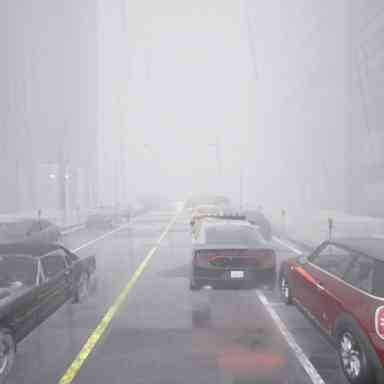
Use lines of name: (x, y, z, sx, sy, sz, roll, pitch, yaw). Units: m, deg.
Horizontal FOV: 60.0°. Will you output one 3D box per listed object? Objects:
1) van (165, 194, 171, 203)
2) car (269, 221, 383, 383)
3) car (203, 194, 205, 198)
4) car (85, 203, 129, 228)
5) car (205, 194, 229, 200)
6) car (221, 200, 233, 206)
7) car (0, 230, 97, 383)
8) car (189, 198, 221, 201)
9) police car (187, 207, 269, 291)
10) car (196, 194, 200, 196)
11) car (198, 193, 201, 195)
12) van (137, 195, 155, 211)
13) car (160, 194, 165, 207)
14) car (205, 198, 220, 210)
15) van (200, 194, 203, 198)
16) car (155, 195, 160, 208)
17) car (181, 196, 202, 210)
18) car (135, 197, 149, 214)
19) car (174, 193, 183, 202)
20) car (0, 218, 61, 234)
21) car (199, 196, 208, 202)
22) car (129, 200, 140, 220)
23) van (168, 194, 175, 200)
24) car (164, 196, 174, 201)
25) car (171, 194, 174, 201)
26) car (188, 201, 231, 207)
van: (-5.777, 1.401, 67.034, 1.690, 1.788, 3.998, 0, 0, 0)
car: (2.761, 1.442, 5.345, 1.967, 1.590, 4.097, 0, 0, 0)
car: (2.754, 1.344, 39.000, 2.192, 1.841, 5.009, 0, 0, 0)
car: (-5.768, 1.564, 22.158, 2.008, 1.369, 4.403, 0, 0, 0)
car: (2.755, 1.338, 33.391, 2.192, 1.841, 5.009, 0, 0, 0)
car: (2.756, 1.600, 27.782, 1.802, 1.307, 4.206, 0, 0, 0)
car: (-3.103, 1.603, 5.390, 1.895, 1.301, 4.718, 0, 0, 0)
car: (0.893, 1.493, 25.070, 1.882, 1.535, 5.008, 0, 0, 0)
police car: (0.896, 1.430, 9.180, 1.930, 1.638, 5.238, 0, 0, 0)
car: (-0.014, 1.619, 63.256, 1.994, 1.385, 4.181, 0, 0, 0)
car: (2.748, 1.375, 67.046, 2.192, 1.841, 5.009, 0, 0, 0)
van: (-5.772, 1.370, 38.986, 1.690, 1.788, 3.998, 0, 0, 0)
car: (-5.774, 1.356, 50.205, 2.192, 1.841, 5.009, 0, 0, 0)
car: (2.752, 1.560, 44.779, 1.752, 1.417, 4.829, 0, 0, 0)
van: (2.750, 1.388, 55.827, 1.690, 1.788, 3.998, 0, 0, 0)
car: (-5.773, 1.475, 44.595, 1.967, 1.590, 4.097, 0, 0, 0)
car: (0.001, 1.582, 44.545, 2.033, 1.411, 5.357, 0, 0, 1)
car: (-5.771, 1.548, 33.207, 1.752, 1.417, 4.829, 0, 0, 0)
car: (-3.017, 1.562, 75.568, 2.128, 1.511, 4.902, 0, 0, 0)
car: (-5.766, 1.571, 10.939, 1.947, 1.339, 4.313, 0, 0, 0)
car: (2.745, 1.618, 78.264, 1.887, 1.381, 4.507, 0, 0, 0)
car: (-5.770, 1.600, 27.767, 1.802, 1.307, 4.206, 0, 0, 0)
van: (-5.783, 1.437, 95.081, 1.690, 1.788, 3.998, 0, 0, 0)
car: (-5.781, 1.631, 83.862, 2.008, 1.369, 4.403, 0, 0, 0)
car: (-5.778, 1.382, 72.643, 2.192, 1.841, 5.009, 0, 0, 0)
car: (0.846, 1.490, 19.063, 1.882, 1.535, 5.008, 0, 0, -1)
